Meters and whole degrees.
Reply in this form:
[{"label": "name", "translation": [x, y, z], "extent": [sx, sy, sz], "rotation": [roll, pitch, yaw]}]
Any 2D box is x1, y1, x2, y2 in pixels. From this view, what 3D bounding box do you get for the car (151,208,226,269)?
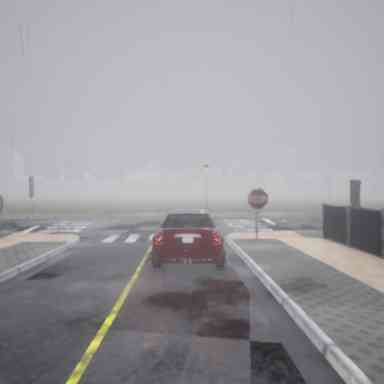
[{"label": "car", "translation": [-0.046, 1.324, 11.173], "extent": [2.097, 1.767, 4.553], "rotation": [0, 0, 2]}]
